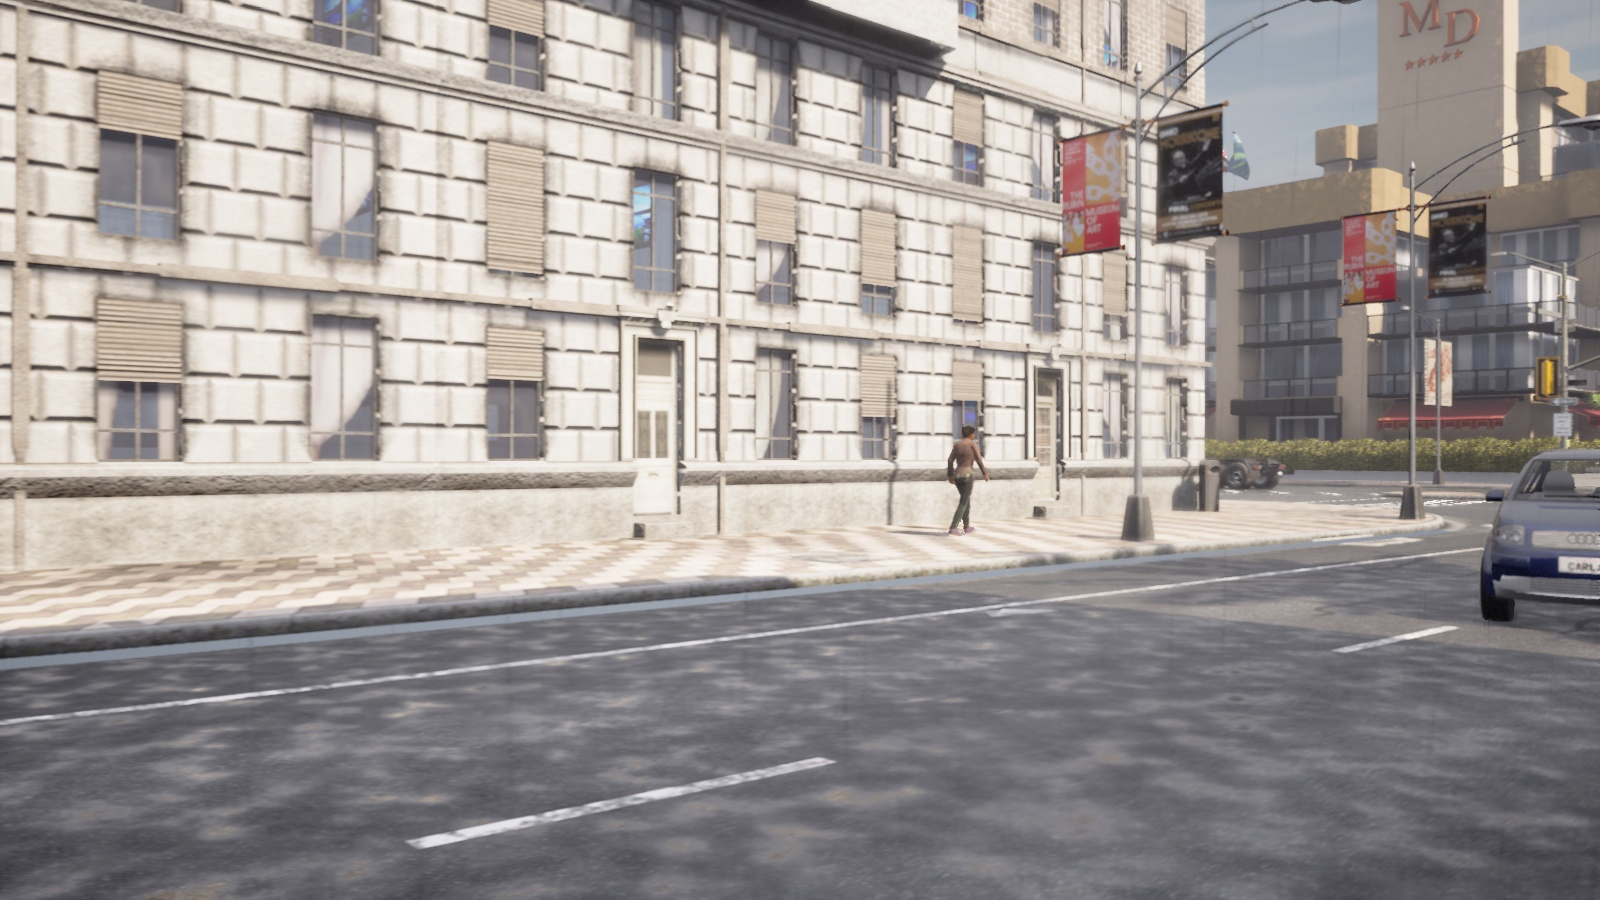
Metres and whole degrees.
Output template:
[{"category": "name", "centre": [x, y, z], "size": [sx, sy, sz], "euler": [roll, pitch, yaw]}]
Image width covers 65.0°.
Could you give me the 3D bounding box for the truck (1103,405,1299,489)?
[{"category": "truck", "centre": [17.659, -0.105, 55.817], "size": [2.891, 3.462, 7.936], "euler": [0, 0, -41]}]

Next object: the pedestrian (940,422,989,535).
[{"category": "pedestrian", "centre": [2.684, 0.460, 20.473], "size": [0.328, 1.805, 0.869], "euler": [0, 0, 45]}]

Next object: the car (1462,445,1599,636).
[{"category": "car", "centre": [7.485, 0.742, 11.765], "size": [1.789, 1.549, 3.705], "euler": [0, 0, 35]}]
